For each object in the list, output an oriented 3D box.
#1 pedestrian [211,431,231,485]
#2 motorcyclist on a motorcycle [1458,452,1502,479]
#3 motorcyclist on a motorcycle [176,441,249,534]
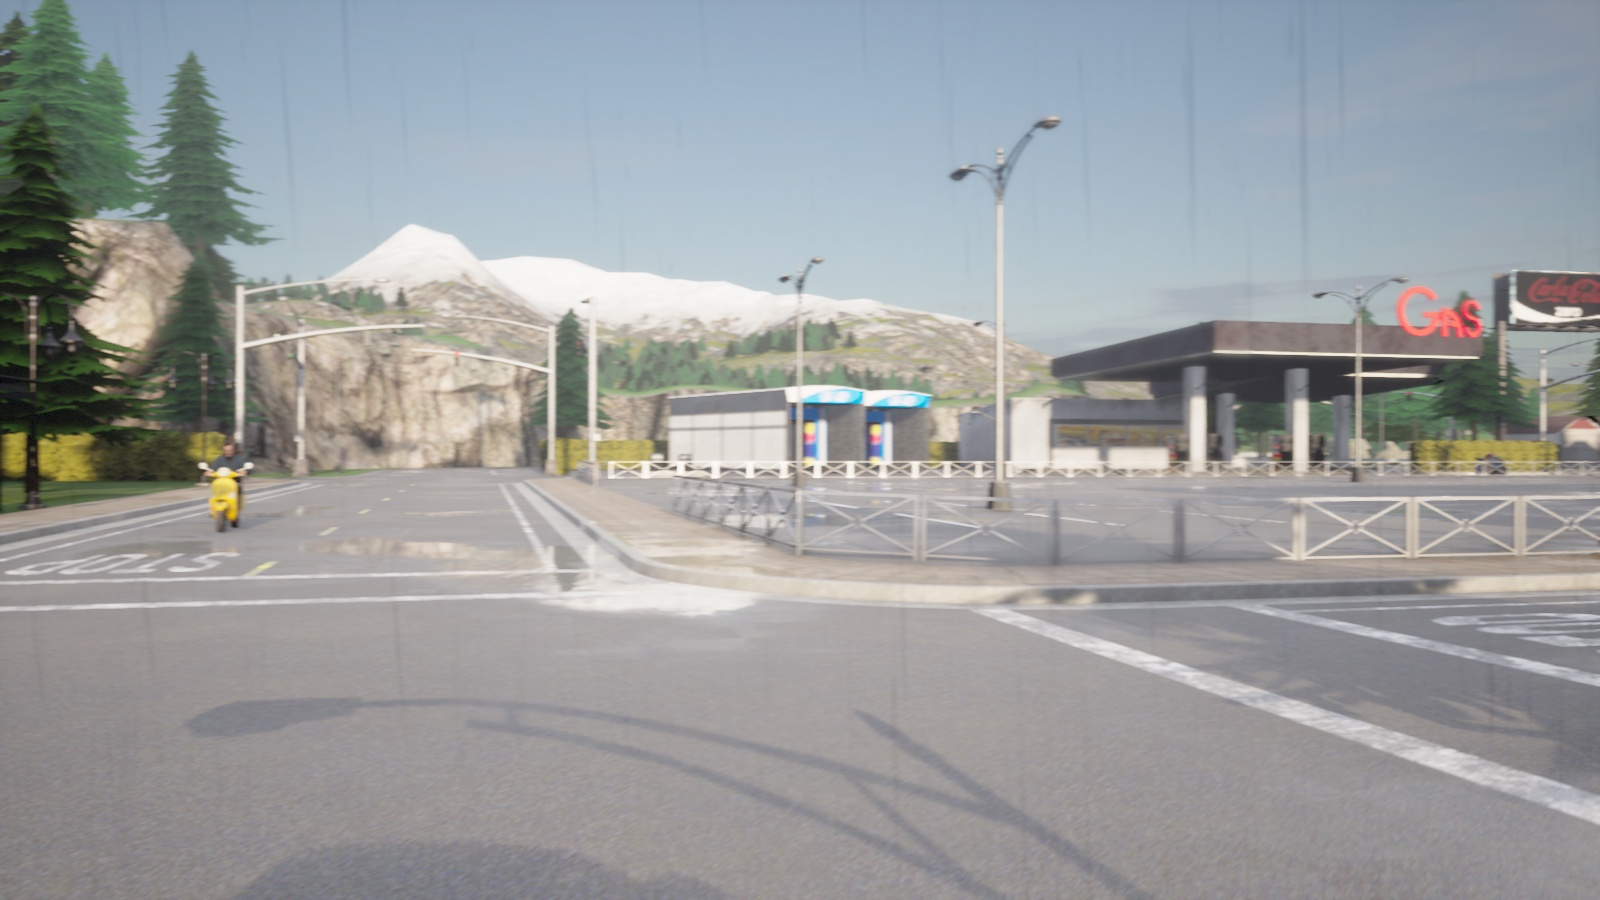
[{"bbox_3d":[-20.403,0.278,44.261,0.563,1.883,0.849,0,0,-18],"label":"pedestrian"},{"bbox_3d":[39.483,0.892,72.921,2.191,1.530,0.866,0,0,-14],"label":"motorcyclist on a motorcycle"},{"bbox_3d":[-10.442,0.643,22.385,0.866,1.590,1.817,0,0,-15],"label":"motorcyclist on a motorcycle"}]
